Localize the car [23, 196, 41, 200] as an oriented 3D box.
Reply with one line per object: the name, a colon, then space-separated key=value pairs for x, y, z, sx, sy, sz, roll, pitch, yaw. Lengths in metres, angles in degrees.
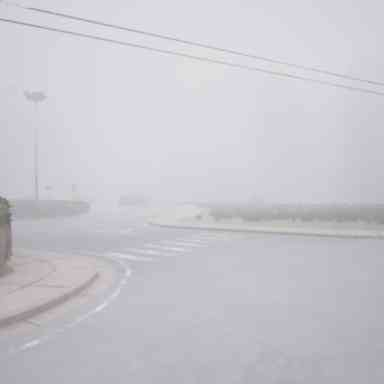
car: x=-27.956 y=1.360 z=57.454 sx=1.784 sy=1.438 sz=3.905 roll=0 pitch=1 yaw=29

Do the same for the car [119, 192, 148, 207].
car: x=-8.197 y=1.090 z=46.734 sx=1.932 sy=1.855 sz=4.605 roll=0 pitch=1 yaw=29

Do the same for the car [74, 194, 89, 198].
car: x=-22.777 y=1.205 z=69.290 sx=1.816 sy=1.474 sz=4.193 roll=0 pitch=1 yaw=29

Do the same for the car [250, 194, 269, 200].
car: x=10.482 y=1.078 z=51.554 sx=2.242 sy=1.667 sz=4.611 roll=0 pitch=1 yaw=29

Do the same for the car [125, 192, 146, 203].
car: x=-10.704 y=0.972 z=63.263 sx=1.905 sy=1.878 sz=3.866 roll=0 pitch=1 yaw=29
